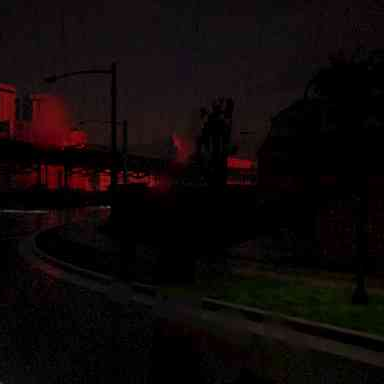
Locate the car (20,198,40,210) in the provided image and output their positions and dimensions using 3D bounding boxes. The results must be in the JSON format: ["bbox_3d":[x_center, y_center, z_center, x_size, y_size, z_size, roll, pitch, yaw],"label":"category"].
[{"bbox_3d":[-18.471,1.403,40.645,1.812,1.442,4.674,0,1,37],"label":"car"}]

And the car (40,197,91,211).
[{"bbox_3d":[-14.903,1.364,39.560,1.837,1.490,4.892,0,1,37],"label":"car"}]

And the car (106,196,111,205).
[{"bbox_3d":[-9.036,1.291,47.337,2.033,1.411,5.357,0,1,37],"label":"car"}]

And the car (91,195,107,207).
[{"bbox_3d":[-12.956,1.260,47.952,2.128,1.511,4.902,0,1,37],"label":"car"}]
